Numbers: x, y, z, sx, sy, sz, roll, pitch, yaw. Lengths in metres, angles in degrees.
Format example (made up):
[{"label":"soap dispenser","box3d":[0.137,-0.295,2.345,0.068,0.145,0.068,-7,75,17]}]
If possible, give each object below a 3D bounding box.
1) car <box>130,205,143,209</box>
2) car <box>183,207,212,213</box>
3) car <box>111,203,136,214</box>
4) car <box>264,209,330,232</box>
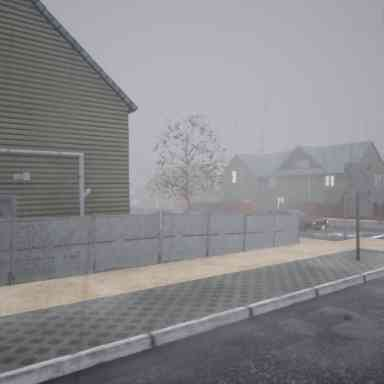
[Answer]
[{"label":"car","box3d":[-6.917,2.444,41.611,1.994,1.385,4.181,-1,-1,-35]},{"label":"car","box3d":[0.751,2.131,30.917,1.994,1.385,4.181,-1,-1,-36]},{"label":"car","box3d":[-10.765,2.567,51.997,1.882,1.535,5.008,-1,-1,-36]},{"label":"car","box3d":[6.585,1.878,22.792,2.033,1.411,5.357,-1,-1,-36]}]
